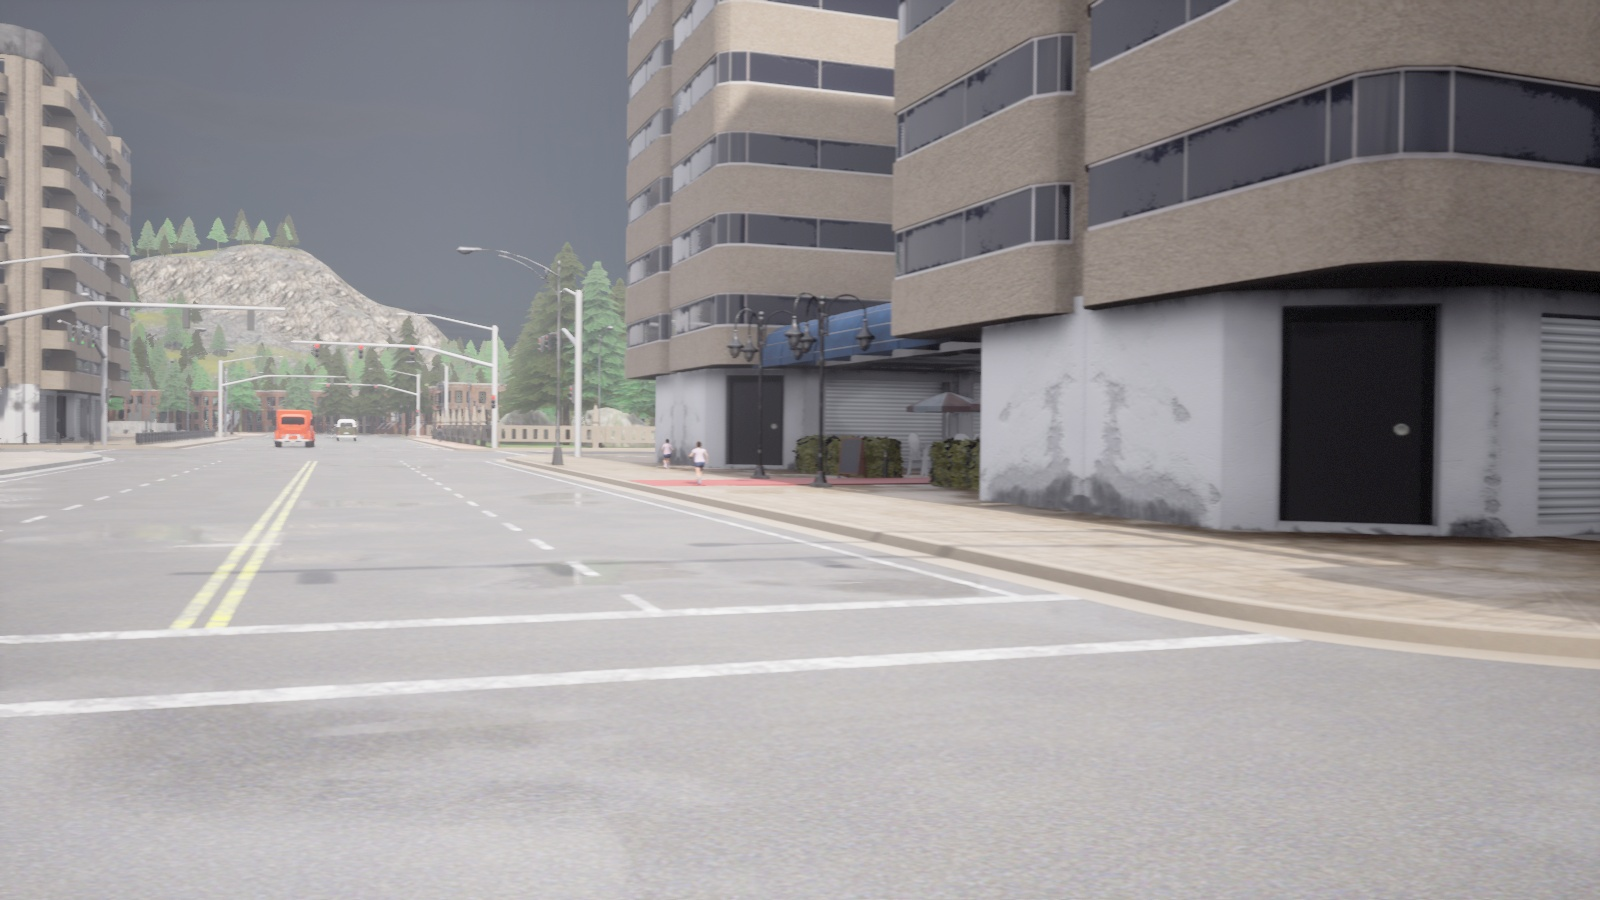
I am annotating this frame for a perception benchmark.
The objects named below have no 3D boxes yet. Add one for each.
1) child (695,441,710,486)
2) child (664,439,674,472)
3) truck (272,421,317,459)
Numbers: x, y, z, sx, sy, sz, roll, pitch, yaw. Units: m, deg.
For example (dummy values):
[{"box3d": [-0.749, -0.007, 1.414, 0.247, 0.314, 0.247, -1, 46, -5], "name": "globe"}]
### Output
[{"box3d": [-2.383, 0.329, 30.803, 0.255, 1.110, 0.394, -1, 1, -20], "name": "child"}, {"box3d": [-4.469, 0.186, 42.979, 0.255, 1.110, 0.394, -1, 1, -18], "name": "child"}, {"box3d": [-33.688, -0.688, 83.782, 2.627, 2.467, 5.204, -1, 1, -20], "name": "truck"}]
